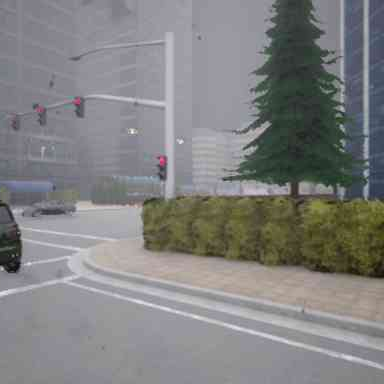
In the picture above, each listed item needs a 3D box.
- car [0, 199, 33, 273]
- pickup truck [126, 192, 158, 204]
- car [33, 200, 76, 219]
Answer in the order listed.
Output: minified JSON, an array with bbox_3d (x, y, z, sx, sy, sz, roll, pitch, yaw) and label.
[{"bbox_3d":[-6.745,1.217,9.898,2.150,2.045,5.566,-1,1,-40],"label":"car"},{"bbox_3d":[-8.727,1.032,56.942,6.274,2.098,2.390,0,0,-24],"label":"pickup truck"},{"bbox_3d":[-12.510,1.473,28.942,2.128,1.511,4.902,0,0,35],"label":"car"}]
